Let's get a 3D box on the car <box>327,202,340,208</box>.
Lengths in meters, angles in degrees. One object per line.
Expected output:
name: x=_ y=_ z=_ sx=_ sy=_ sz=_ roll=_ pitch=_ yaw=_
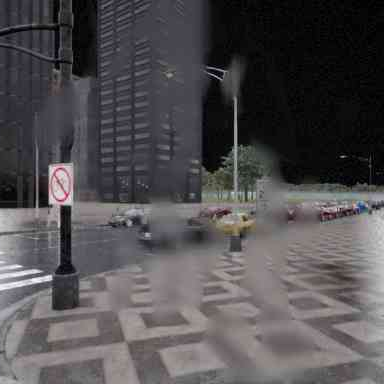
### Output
car: x=31.889 y=2.889 z=74.931 sx=1.802 sy=1.307 sz=4.206 roll=-1 pitch=-2 yaw=36

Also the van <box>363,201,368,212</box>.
van: x=25.710 y=2.288 z=51.605 sx=1.690 sy=1.788 sz=3.998 roll=-1 pitch=-2 yaw=36

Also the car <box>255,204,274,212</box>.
car: x=8.939 y=2.208 z=42.776 sx=2.008 sy=1.369 sz=4.403 roll=-1 pitch=-2 yaw=36

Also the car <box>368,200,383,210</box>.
car: x=35.547 y=2.538 z=65.388 sx=2.192 sy=1.841 sz=5.009 roll=-1 pitch=-2 yaw=36

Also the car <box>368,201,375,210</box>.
car: x=28.990 y=2.591 z=56.194 sx=2.008 sy=1.369 sz=4.403 roll=-1 pitch=-2 yaw=36

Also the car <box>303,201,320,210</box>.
car: x=22.053 y=2.475 z=61.153 sx=1.967 sy=1.590 sz=4.097 roll=-1 pitch=-2 yaw=36

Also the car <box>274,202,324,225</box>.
car: x=9.317 y=1.791 z=28.637 sx=2.192 sy=1.841 sz=5.009 roll=-1 pitch=-2 yaw=36

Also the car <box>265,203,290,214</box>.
car: x=12.217 y=2.304 z=47.369 sx=2.008 sy=1.369 sz=4.403 roll=-1 pitch=-2 yaw=36

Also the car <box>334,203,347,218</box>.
car: x=15.879 y=2.245 z=37.823 sx=1.802 sy=1.307 sz=4.206 roll=-1 pitch=-2 yaw=36

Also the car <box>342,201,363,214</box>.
car: x=22.431 y=2.294 z=47.009 sx=1.967 sy=1.590 sz=4.097 roll=-1 pitch=-2 yaw=36

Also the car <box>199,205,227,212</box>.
car: x=2.383 y=2.015 z=33.590 sx=1.887 sy=1.381 sz=4.507 roll=-1 pitch=-2 yaw=36

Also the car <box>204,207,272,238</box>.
car: x=2.859 y=1.823 z=19.582 sx=1.752 sy=1.417 sz=4.829 roll=-1 pitch=-2 yaw=36

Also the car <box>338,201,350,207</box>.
car: x=38.446 y=3.036 z=84.118 sx=2.008 sy=1.369 sz=4.403 roll=-1 pitch=-1 yaw=36

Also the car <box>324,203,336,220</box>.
car: x=12.596 y=2.113 z=33.225 sx=1.887 sy=1.381 sz=4.507 roll=-1 pitch=-2 yaw=36

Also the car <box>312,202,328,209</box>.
car: x=25.332 y=2.671 z=65.744 sx=1.887 sy=1.381 sz=4.507 roll=-1 pitch=-2 yaw=36

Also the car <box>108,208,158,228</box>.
car: x=-4.173 y=1.840 z=24.402 sx=2.008 sy=1.369 sz=4.403 roll=-1 pitch=-1 yaw=36

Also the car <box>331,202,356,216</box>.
car: x=19.153 y=2.303 z=42.413 sx=1.887 sy=1.381 sz=4.507 roll=-1 pitch=-2 yaw=36

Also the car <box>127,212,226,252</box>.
car: x=-0.517 y=1.774 z=14.850 sx=1.947 sy=1.339 sz=4.313 roll=-1 pitch=-2 yaw=36

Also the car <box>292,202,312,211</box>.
car: x=18.775 y=2.493 z=56.557 sx=2.008 sy=1.369 sz=4.403 roll=-1 pitch=-2 yaw=36
